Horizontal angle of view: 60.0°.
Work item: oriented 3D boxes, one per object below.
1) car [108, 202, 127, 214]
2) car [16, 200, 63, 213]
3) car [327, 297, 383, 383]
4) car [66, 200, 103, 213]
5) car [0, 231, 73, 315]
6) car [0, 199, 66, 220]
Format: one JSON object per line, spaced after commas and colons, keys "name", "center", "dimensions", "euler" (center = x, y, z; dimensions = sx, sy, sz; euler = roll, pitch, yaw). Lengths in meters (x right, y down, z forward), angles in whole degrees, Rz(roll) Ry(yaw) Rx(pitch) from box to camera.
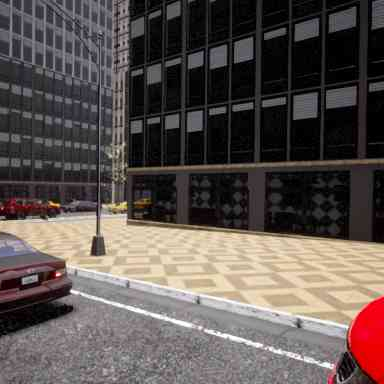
{"name": "car", "center": [-7.602, 1.830, 39.010], "dimensions": [1.752, 1.417, 4.829], "euler": [1, 0, 37]}
{"name": "car", "center": [-17.897, 1.643, 39.200], "dimensions": [1.752, 1.417, 4.829], "euler": [1, 0, 37]}
{"name": "car", "center": [3.453, 1.222, 1.212], "dimensions": [5.566, 2.045, 2.150], "euler": [0, 0, 36]}
{"name": "car", "center": [-13.542, 1.740, 40.714], "dimensions": [2.033, 1.411, 5.357], "euler": [1, 0, 36]}
{"name": "car", "center": [-4.818, 1.544, 7.137], "dimensions": [5.357, 1.411, 2.033], "euler": [0, 0, 35]}
{"name": "car", "center": [-14.423, 1.519, 29.816], "dimensions": [2.192, 1.841, 5.009], "euler": [1, 0, 37]}
